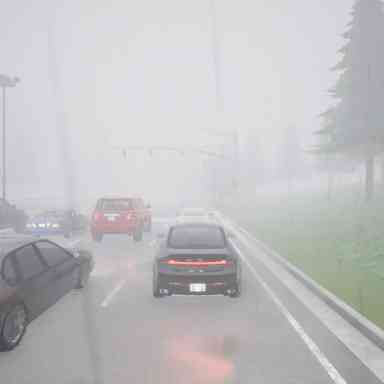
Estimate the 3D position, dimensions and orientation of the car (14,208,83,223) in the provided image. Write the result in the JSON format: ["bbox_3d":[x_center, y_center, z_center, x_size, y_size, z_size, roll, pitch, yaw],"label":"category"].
[{"bbox_3d":[-6.856,1.547,17.448,2.033,1.411,5.357,0,0,-2],"label":"car"}]

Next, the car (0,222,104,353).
[{"bbox_3d":[-3.398,1.548,6.053,2.033,1.411,5.357,0,0,0],"label":"car"}]

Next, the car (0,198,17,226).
[{"bbox_3d":[-10.390,1.221,16.558,2.150,2.045,5.566,0,0,0],"label":"car"}]

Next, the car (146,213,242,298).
[{"bbox_3d":[0.106,1.505,8.521,1.837,1.490,4.892,0,0,0],"label":"car"}]

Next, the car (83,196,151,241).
[{"bbox_3d":[-3.388,1.221,16.715,2.150,2.045,5.566,0,0,0],"label":"car"}]

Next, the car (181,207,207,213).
[{"bbox_3d":[0.111,1.526,17.598,1.812,1.442,4.674,0,0,0],"label":"car"}]
